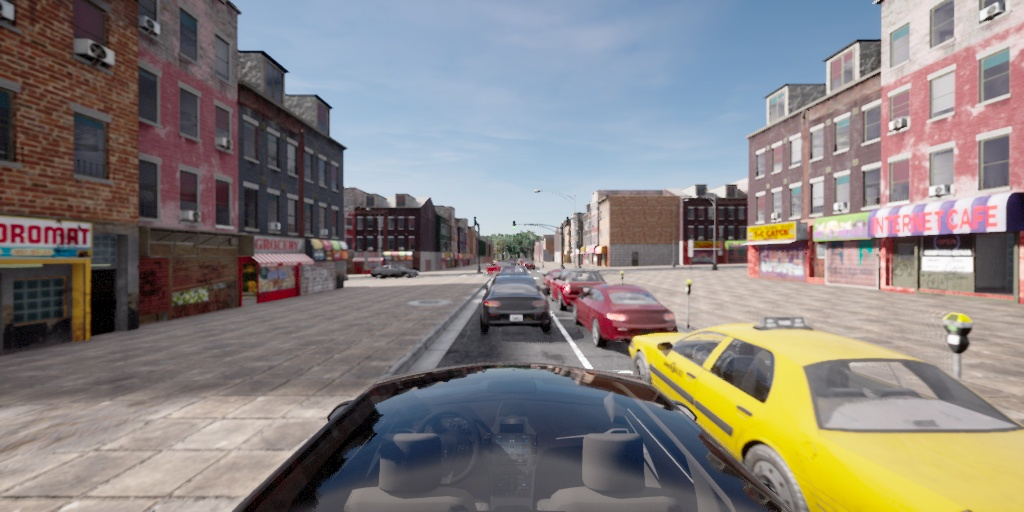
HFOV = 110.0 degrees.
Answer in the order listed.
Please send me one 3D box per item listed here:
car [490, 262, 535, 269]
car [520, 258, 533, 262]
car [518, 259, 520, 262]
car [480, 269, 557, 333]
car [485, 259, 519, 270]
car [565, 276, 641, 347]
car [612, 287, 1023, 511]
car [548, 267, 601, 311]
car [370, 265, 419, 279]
[{"bbox_3d":[0.102,1.285,20.598,2.128,1.511,4.902,0,0,0],"label":"car"},{"bbox_3d":[2.662,1.401,57.325,1.967,1.591,4.097,0,0,0],"label":"car"},{"bbox_3d":[2.665,1.308,62.726,2.192,1.841,5.009,0,0,0],"label":"car"},{"bbox_3d":[0.062,1.292,10.735,1.812,1.442,4.674,0,0,-1],"label":"car"},{"bbox_3d":[-1.332,1.343,36.716,1.882,1.535,5.008,0,0,-20],"label":"car"},{"bbox_3d":[2.640,1.345,9.052,1.802,1.307,4.207,0,0,0],"label":"car"},{"bbox_3d":[2.638,1.278,3.755,1.751,1.417,4.829,0,0,0],"label":"car"},{"bbox_3d":[2.643,1.215,14.518,1.967,1.591,4.097,0,0,0],"label":"car"},{"bbox_3d":[-12.251,1.678,37.505,4.902,1.511,2.128,-2,0,0],"label":"car"}]
